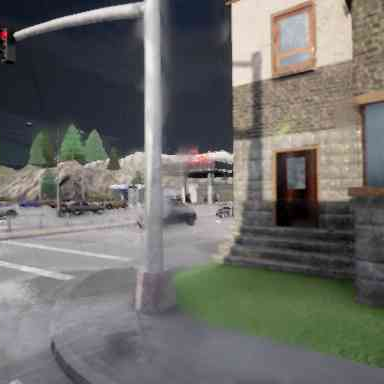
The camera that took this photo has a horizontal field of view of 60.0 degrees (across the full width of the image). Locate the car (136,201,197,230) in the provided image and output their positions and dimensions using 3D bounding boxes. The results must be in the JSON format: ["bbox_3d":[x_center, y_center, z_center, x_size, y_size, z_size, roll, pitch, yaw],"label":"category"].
[{"bbox_3d":[-1.492,1.522,21.164,1.812,1.442,4.674,-1,-1,35],"label":"car"}]

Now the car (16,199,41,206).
[{"bbox_3d":[-36.693,2.303,74.671,2.007,1.523,4.514,-1,-1,35],"label":"car"}]

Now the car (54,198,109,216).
[{"bbox_3d":[-11.194,1.685,33.971,2.007,1.523,4.514,-1,-1,35],"label":"car"}]

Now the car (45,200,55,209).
[{"bbox_3d":[-20.785,1.937,53.951,2.007,1.523,4.514,-1,-1,35],"label":"car"}]

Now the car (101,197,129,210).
[{"bbox_3d":[-11.049,1.574,46.153,1.932,1.855,4.605,-1,-1,35],"label":"car"}]

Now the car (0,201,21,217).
[{"bbox_3d":[-18.265,1.668,30.350,1.970,1.475,3.806,-1,-1,35],"label":"car"}]

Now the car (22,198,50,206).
[{"bbox_3d":[-34.106,2.253,72.895,2.152,1.636,5.027,-1,-1,35],"label":"car"}]

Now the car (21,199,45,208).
[{"bbox_3d":[-28.902,2.089,59.777,1.845,1.501,3.633,-1,-1,35],"label":"car"}]

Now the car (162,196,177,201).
[{"bbox_3d":[-3.811,1.509,50.660,1.905,1.878,3.866,-1,-1,35],"label":"car"}]

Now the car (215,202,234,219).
[{"bbox_3d":[4.113,1.542,29.025,2.033,1.411,5.357,-1,-1,36],"label":"car"}]
